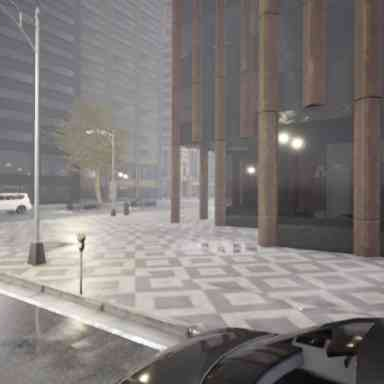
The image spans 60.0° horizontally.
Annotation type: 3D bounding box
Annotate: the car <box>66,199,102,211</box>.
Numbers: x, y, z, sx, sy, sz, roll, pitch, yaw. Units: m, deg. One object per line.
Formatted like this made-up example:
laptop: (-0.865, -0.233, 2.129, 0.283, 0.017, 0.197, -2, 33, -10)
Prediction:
car: (-12.686, 1.478, 39.206, 1.994, 1.385, 4.181, 0, 0, 35)

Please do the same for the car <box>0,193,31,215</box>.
car: (-18.170, 1.157, 31.435, 2.150, 2.045, 5.566, 0, 0, 35)

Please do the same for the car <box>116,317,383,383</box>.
car: (1.296, 1.566, 2.035, 4.313, 1.339, 1.947, 0, 0, 35)

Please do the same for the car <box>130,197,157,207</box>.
car: (-6.891, 1.456, 47.403, 1.994, 1.385, 4.181, 0, 0, 36)
